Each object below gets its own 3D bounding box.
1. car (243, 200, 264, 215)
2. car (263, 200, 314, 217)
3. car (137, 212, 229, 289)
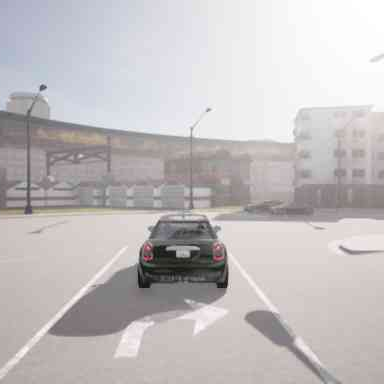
[{"bbox_3d":[7.876,1.586,35.290,4.892,1.490,1.837,0,-1,-9],"label":"car"},{"bbox_3d":[9.478,1.632,32.007,4.181,1.385,1.994,0,0,-7],"label":"car"},{"bbox_3d":[-0.214,1.378,9.408,2.097,1.767,4.553,0,0,-1],"label":"car"}]
